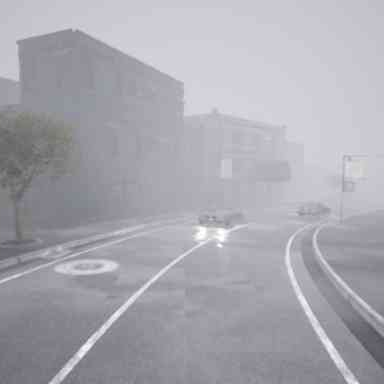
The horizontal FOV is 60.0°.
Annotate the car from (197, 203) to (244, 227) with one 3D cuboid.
[{"bbox_3d":[1.984,1.450,21.888,1.994,1.385,4.181,2,1,26],"label":"car"}]

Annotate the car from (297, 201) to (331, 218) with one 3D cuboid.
[{"bbox_3d":[11.359,1.583,30.777,2.033,1.411,5.357,4,2,36],"label":"car"}]
